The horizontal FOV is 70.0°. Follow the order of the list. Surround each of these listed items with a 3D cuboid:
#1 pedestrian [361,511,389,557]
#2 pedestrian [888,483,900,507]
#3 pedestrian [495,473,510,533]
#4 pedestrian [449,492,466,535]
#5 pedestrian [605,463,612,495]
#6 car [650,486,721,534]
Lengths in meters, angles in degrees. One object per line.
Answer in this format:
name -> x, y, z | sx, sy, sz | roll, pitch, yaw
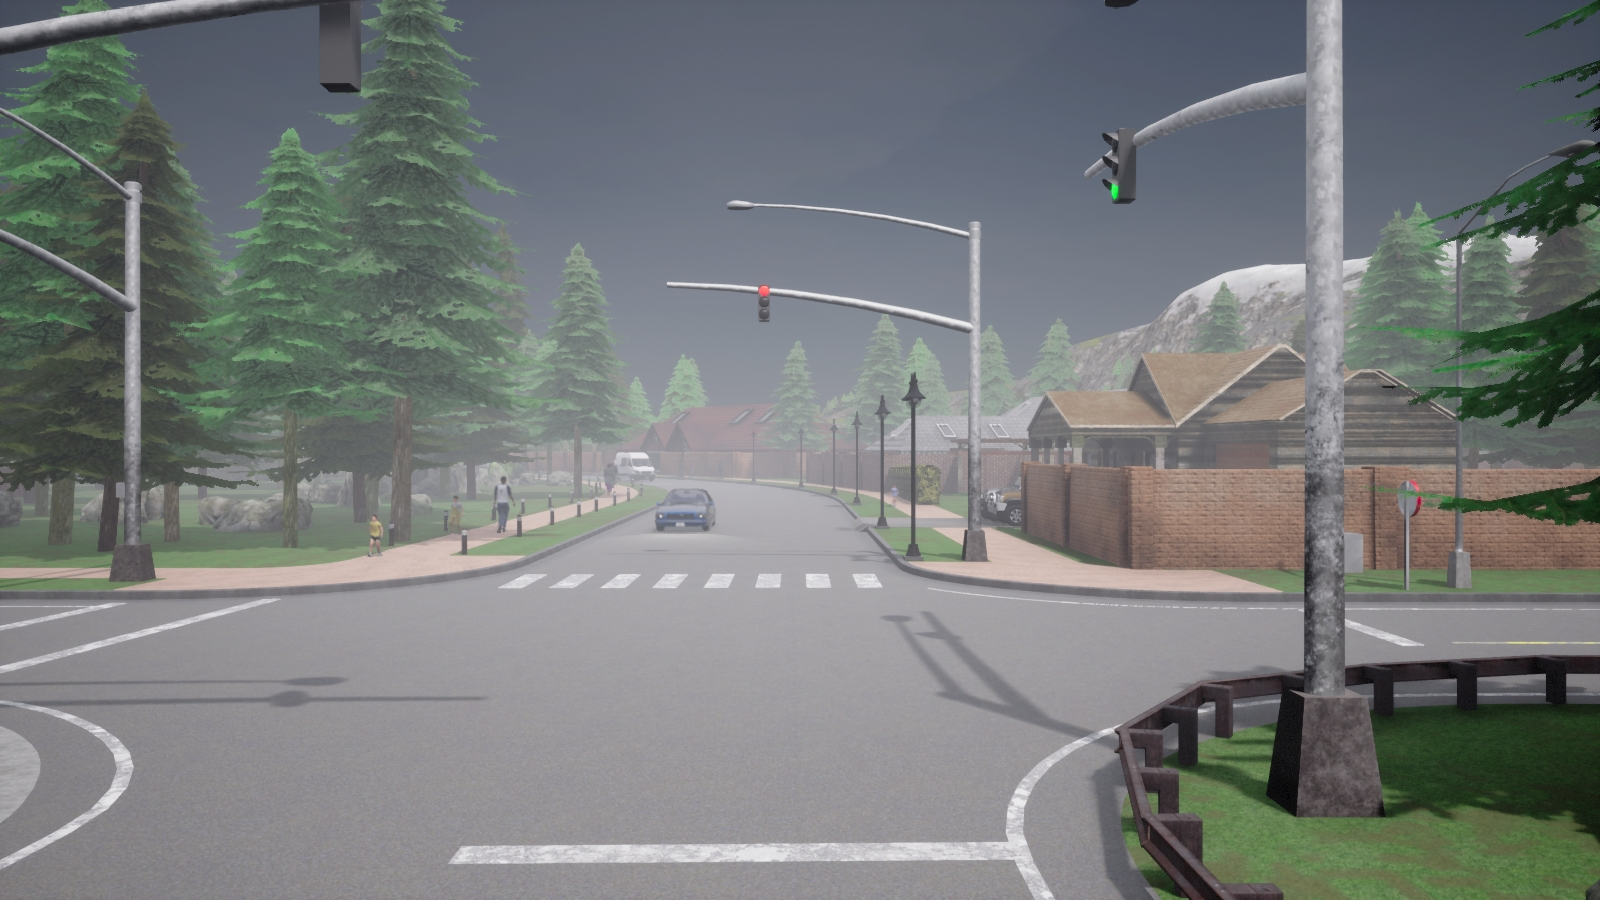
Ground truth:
pedestrian -> -10.365, 2.044, 27.864 | 0.500, 1.100, 0.500 | 0, 0, 3
pedestrian -> 4.287, 2.046, 52.035 | 0.500, 1.100, 0.500 | 0, 0, -1
pedestrian -> -9.402, 1.664, 36.107 | 0.375, 1.860, 0.375 | 0, 0, -2
pedestrian -> -10.541, 1.943, 35.139 | 0.375, 1.300, 0.375 | 0, 0, 8
pedestrian -> -10.990, 1.664, 65.608 | 0.375, 1.860, 0.375 | 0, 0, -8
car -> -3.965, 2.072, 40.391 | 2.033, 1.411, 5.357 | 0, 0, 0
